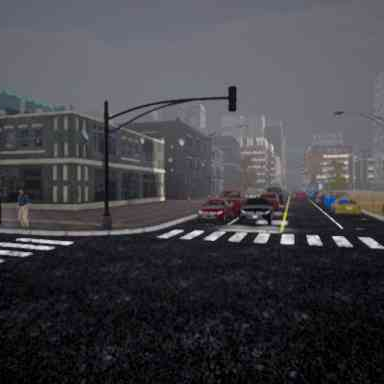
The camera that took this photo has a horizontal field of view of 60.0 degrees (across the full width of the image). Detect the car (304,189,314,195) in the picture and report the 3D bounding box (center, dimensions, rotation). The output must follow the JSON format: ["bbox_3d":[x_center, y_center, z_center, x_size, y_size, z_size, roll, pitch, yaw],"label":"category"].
[{"bbox_3d":[27.242,-0.041,77.576,1.947,1.339,4.313,1,1,17],"label":"car"}]

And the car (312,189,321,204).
[{"bbox_3d":[16.026,0.708,40.380,2.008,1.369,4.403,1,1,17],"label":"car"}]

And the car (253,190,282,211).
[{"bbox_3d":[7.053,0.845,30.674,1.882,1.535,5.008,0,1,17],"label":"car"}]

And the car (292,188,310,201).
[{"bbox_3d":[16.099,0.536,49.603,1.994,1.385,4.181,0,1,17],"label":"car"}]

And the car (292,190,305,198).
[{"bbox_3d":[18.879,0.323,59.168,2.033,1.411,5.357,0,1,17],"label":"car"}]

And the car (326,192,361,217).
[{"bbox_3d":[11.269,1.008,24.601,1.752,1.417,4.829,1,1,17],"label":"car"}]

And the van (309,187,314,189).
[{"bbox_3d":[22.437,0.061,61.629,1.690,1.788,3.998,1,1,17],"label":"van"}]

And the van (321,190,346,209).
[{"bbox_3d":[12.823,0.717,29.748,1.690,1.788,3.998,1,1,17],"label":"van"}]

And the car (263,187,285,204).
[{"bbox_3d":[10.108,0.382,40.709,2.150,2.045,5.566,0,1,18],"label":"car"}]

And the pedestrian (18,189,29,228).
[{"bbox_3d":[-7.693,0.738,15.162,0.375,1.860,0.375,0,0,16],"label":"pedestrian"}]

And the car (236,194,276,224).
[{"bbox_3d":[4.161,1.091,21.069,1.812,1.442,4.674,0,1,15],"label":"car"}]

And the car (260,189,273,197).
[{"bbox_3d":[14.411,0.236,64.050,2.008,1.369,4.403,1,1,17],"label":"car"}]

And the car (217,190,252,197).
[{"bbox_3d":[3.196,0.766,26.850,2.192,1.841,5.009,1,1,17],"label":"car"}]

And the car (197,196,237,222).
[{"bbox_3d":[1.593,1.143,21.542,1.802,1.307,4.206,1,1,17],"label":"car"}]

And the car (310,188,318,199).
[{"bbox_3d":[19.231,0.505,51.007,1.947,1.339,4.313,1,1,17],"label":"car"}]

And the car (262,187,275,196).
[{"bbox_3d":[16.014,-0.109,69.359,2.192,1.841,5.009,1,1,17],"label":"car"}]

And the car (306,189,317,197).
[{"bbox_3d":[24.088,0.133,67.110,1.752,1.417,4.829,1,1,17],"label":"car"}]

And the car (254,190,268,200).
[{"bbox_3d":[11.158,0.432,53.260,1.752,1.417,4.829,1,1,17],"label":"car"}]
